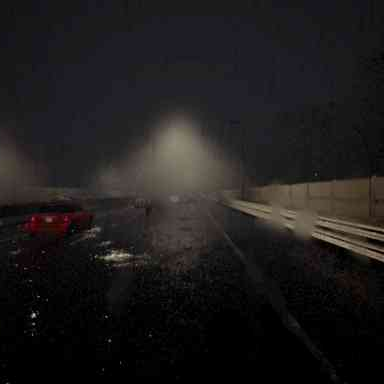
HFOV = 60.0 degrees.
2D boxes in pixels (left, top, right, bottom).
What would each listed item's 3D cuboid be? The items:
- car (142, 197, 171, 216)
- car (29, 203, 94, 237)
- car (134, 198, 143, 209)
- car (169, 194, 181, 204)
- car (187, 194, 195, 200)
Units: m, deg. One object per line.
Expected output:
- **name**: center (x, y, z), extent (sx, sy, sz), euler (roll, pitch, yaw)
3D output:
- **car**: center (-3.419, 1.540, 32.998), extent (1.837, 1.490, 4.892), euler (0, -1, 0)
- **car**: center (-6.911, 1.368, 18.184), extent (2.097, 1.767, 4.553), euler (0, 0, 0)
- **car**: center (-6.930, 1.553, 46.947), extent (2.128, 1.511, 4.902), euler (0, 0, 0)
- **car**: center (-3.443, 1.333, 65.607), extent (2.150, 2.045, 5.566), euler (0, 0, 0)
- **car**: center (-0.034, 1.333, 54.817), extent (1.895, 1.301, 4.718), euler (0, 0, 0)
